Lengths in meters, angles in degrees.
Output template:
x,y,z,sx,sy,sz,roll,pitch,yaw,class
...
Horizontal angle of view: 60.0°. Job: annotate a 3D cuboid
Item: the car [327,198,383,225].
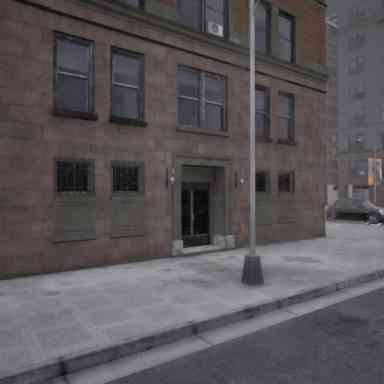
x,y,z,sx,sy,sz,roll,pitch,yaw,class
12.336,1.376,24.262,2.097,1.767,4.553,0,0,-35,car
